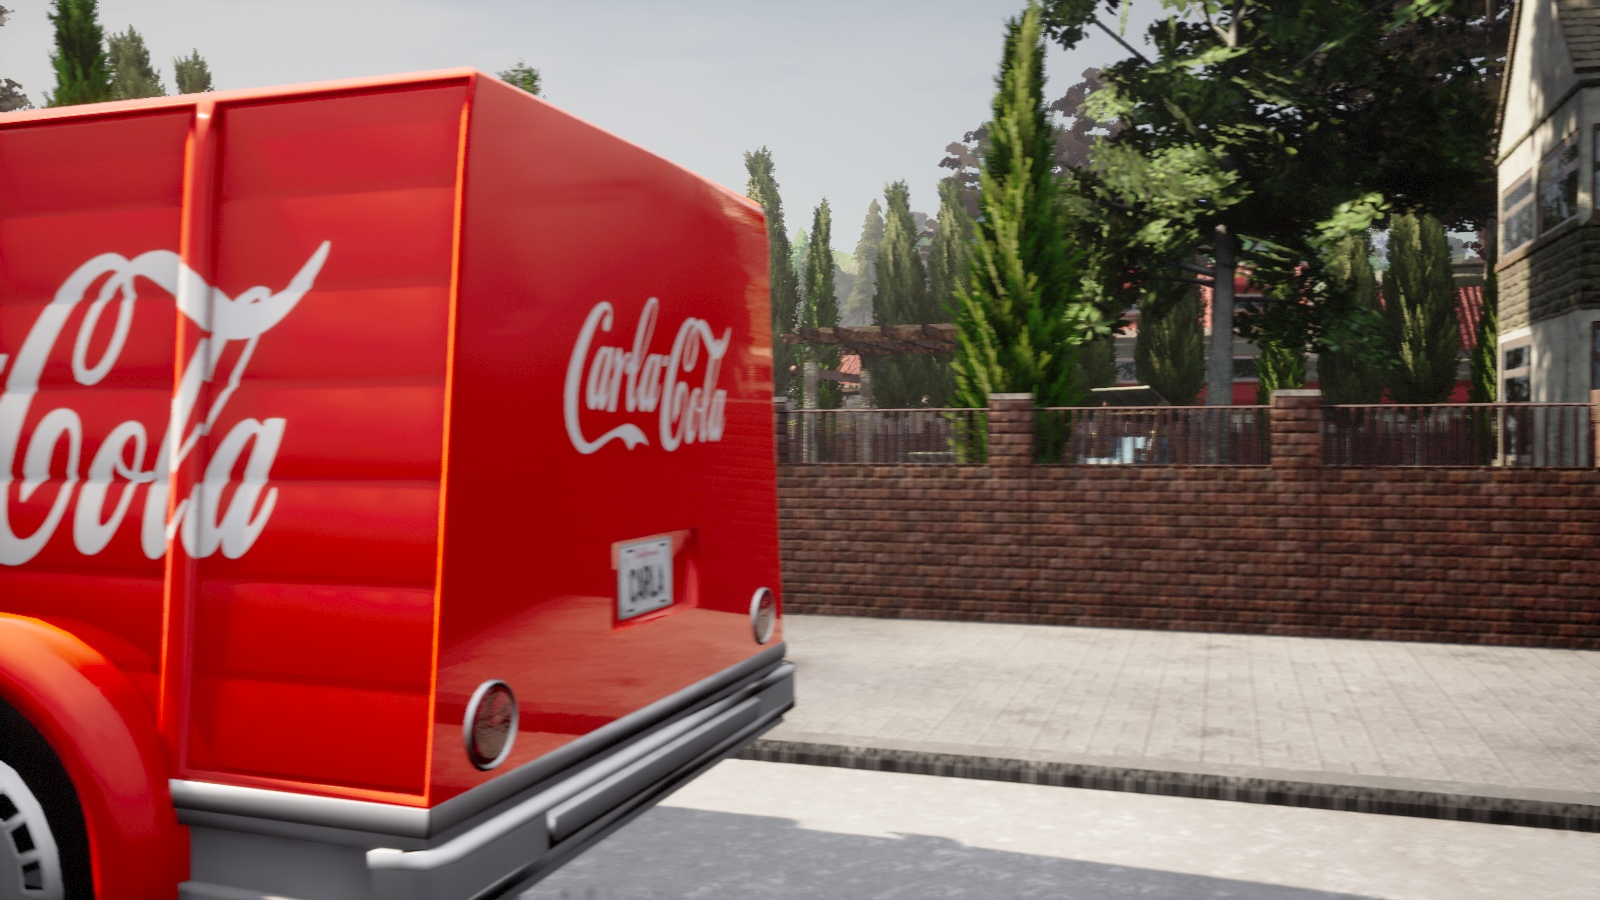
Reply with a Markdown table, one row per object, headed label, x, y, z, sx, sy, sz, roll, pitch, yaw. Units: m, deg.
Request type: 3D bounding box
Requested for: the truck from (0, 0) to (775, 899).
| label | x | y | z | sx | sy | sz | roll | pitch | yaw |
| --- | --- | --- | --- | --- | --- | --- | --- | --- | --- |
| truck | -2.994 | 0.253 | 4.715 | 5.204 | 2.467 | 2.627 | 1 | 1 | 19 |
